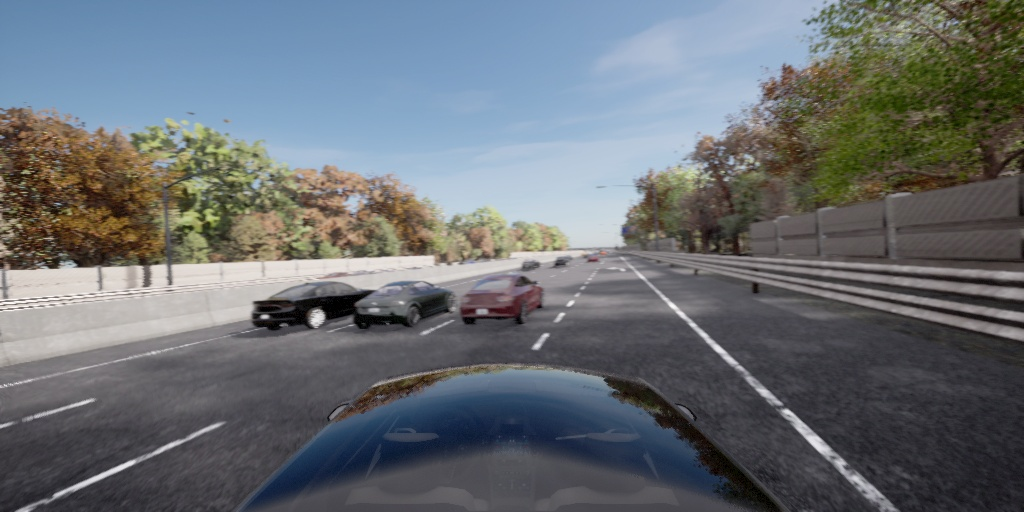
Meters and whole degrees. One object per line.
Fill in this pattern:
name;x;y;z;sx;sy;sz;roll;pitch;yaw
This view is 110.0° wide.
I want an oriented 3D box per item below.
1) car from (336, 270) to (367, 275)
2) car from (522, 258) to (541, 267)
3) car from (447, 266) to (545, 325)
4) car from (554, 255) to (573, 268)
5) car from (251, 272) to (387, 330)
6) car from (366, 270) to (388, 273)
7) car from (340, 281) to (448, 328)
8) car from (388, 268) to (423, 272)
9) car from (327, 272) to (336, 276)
car;-17.295;2.388;41.497;2.128;1.511;4.902;-4;0;16
car;2.570;1.090;47.390;2.128;1.511;4.902;-4;0;16
car;-0.183;1.291;11.823;1.812;1.442;4.674;-4;0;16
car;7.116;0.809;50.644;1.837;1.490;4.892;-4;0;16
car;-6.978;1.688;13.481;1.882;1.535;5.008;-4;0;16
car;-13.938;2.240;40.523;1.994;1.385;4.181;-4;0;16
car;-3.578;1.551;12.641;1.994;1.385;4.181;-4;0;16
car;-10.712;2.012;39.117;2.033;1.411;5.357;-4;0;16
car;-20.695;2.644;42.295;1.812;1.442;4.674;-4;0;16
